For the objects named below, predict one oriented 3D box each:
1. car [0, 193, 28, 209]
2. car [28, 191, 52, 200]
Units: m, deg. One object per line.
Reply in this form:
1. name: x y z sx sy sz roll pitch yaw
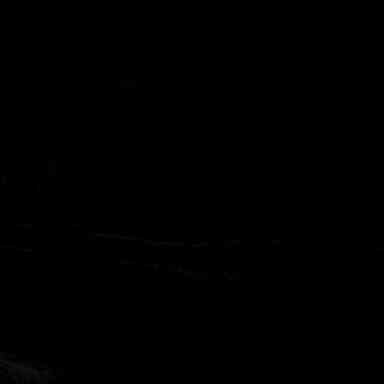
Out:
1. car: -18.701 0.979 32.150 1.837 1.490 4.892 0 0 15
2. car: -26.645 0.597 56.296 1.837 1.490 4.892 0 1 15
